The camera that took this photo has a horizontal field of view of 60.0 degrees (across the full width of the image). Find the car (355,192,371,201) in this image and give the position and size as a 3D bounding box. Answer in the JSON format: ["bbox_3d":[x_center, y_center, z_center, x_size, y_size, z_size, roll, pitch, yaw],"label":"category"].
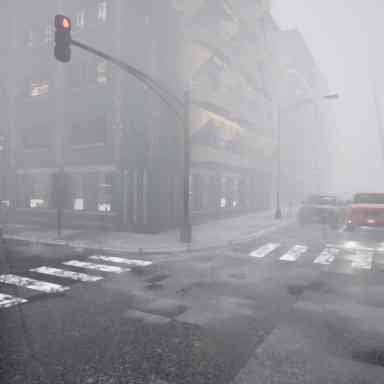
[{"bbox_3d":[27.313,0.727,53.133,1.947,1.339,4.313,2,2,30],"label":"car"}]

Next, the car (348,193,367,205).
[{"bbox_3d":[21.700,0.886,43.510,1.947,1.339,4.313,2,2,30],"label":"car"}]

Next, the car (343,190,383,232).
[{"bbox_3d":[9.694,0.966,17.849,2.150,2.045,5.566,1,1,30],"label":"car"}]

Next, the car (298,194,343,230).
[{"bbox_3d":[7.667,1.034,19.446,2.192,1.841,5.009,2,2,30],"label":"car"}]

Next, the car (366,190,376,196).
[{"bbox_3d":[44.155,0.269,82.003,1.802,1.307,4.206,2,2,30],"label":"car"}]

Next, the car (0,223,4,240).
[{"bbox_3d":[-10.065,1.579,14.761,4.206,1.307,1.802,0,0,31],"label":"car"}]

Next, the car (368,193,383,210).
[{"bbox_3d":[19.698,0.956,34.762,2.128,1.511,4.902,1,1,30],"label":"car"}]

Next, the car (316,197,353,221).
[{"bbox_3d":[10.471,1.184,24.263,1.887,1.381,4.507,2,2,30],"label":"car"}]

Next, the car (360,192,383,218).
[{"bbox_3d":[14.565,0.960,26.097,2.097,1.767,4.553,1,1,31],"label":"car"}]
